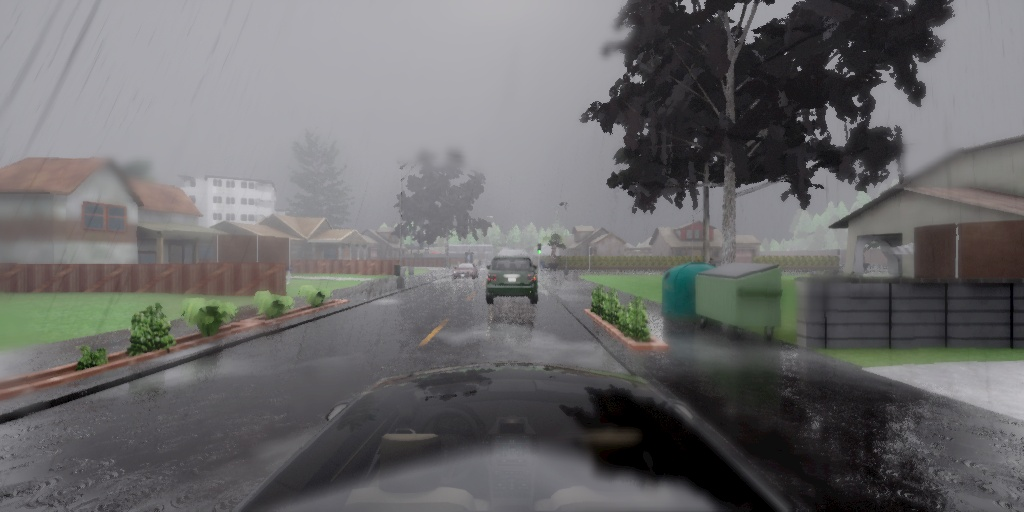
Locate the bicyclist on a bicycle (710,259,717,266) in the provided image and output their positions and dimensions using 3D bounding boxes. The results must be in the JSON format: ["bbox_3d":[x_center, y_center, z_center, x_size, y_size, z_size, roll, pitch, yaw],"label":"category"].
[{"bbox_3d":[20.284,1.097,36.322,0.582,1.620,1.656,0,0,0],"label":"bicyclist on a bicycle"}]

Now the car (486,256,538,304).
[{"bbox_3d":[0.000,1.007,16.530,2.150,2.045,5.566,0,0,0],"label":"car"}]

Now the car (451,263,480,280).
[{"bbox_3d":[-4.000,1.309,31.490,1.812,1.442,4.674,0,0,0],"label":"car"}]
